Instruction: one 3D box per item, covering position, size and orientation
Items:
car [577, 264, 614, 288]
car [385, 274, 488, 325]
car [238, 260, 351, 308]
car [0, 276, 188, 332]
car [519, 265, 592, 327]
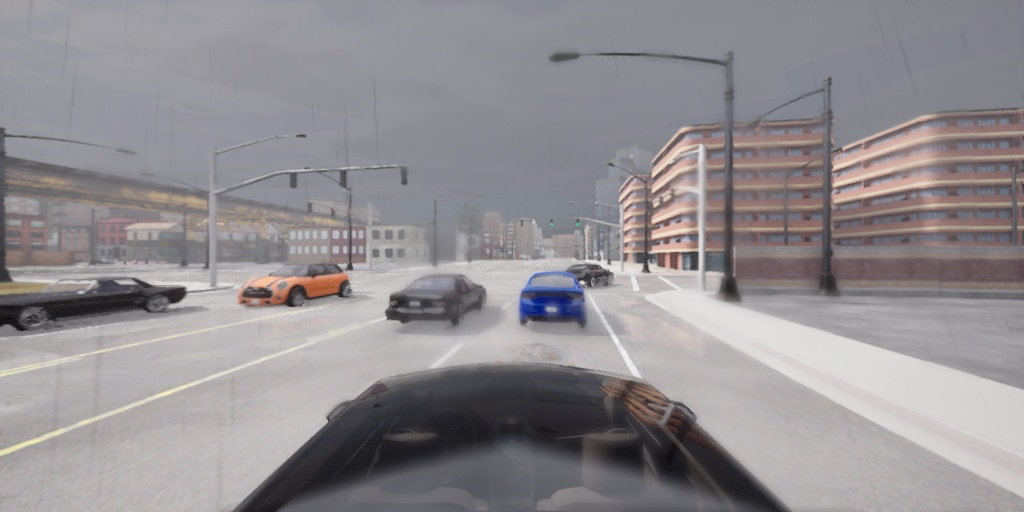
[{"bbox_3d":[5.249,1.266,24.318,1.837,1.490,4.892,-2,-1,37],"label":"car"},{"bbox_3d":[-2.186,1.293,11.825,2.033,1.411,5.357,0,0,8],"label":"car"},{"bbox_3d":[-8.929,1.076,15.164,2.097,1.767,4.553,0,0,9],"label":"car"},{"bbox_3d":[-13.104,1.312,10.971,1.895,1.301,4.718,0,0,8],"label":"car"},{"bbox_3d":[1.353,1.235,11.691,1.882,1.535,5.008,0,0,7],"label":"car"}]
